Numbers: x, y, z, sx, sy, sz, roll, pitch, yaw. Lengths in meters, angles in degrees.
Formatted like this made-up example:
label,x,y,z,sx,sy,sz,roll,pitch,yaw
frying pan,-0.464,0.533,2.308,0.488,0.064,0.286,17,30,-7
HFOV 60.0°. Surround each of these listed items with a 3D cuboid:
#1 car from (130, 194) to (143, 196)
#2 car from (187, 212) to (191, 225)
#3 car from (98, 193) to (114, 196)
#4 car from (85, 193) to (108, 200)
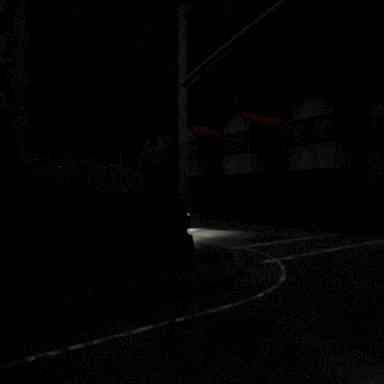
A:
label,x,y,z,sx,sy,sz,roll,pitch,yaw
car,-11.255,1.306,76.876,4.514,1.523,2.007,0,0,-36
car,-2.027,1.350,21.699,2.097,1.767,4.553,0,0,-36
car,-19.107,1.242,75.668,3.806,1.475,1.970,0,0,-36
car,-23.158,1.163,80.656,5.027,1.636,2.152,0,0,-36
